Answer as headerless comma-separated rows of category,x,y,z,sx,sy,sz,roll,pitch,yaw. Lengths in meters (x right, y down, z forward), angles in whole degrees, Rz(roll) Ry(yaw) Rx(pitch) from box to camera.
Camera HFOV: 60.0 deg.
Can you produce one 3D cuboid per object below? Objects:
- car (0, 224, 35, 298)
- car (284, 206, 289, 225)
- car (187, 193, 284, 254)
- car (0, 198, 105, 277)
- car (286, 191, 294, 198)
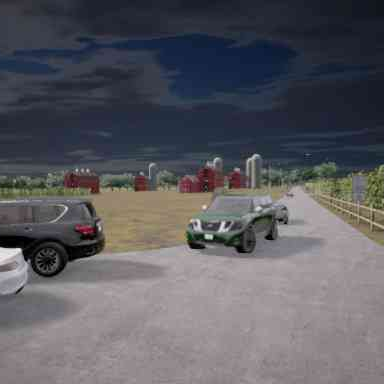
car,-5.642,1.616,6.159,4.674,1.442,1.812,-2,1,-22
car,5.406,1.356,22.217,1.994,1.385,4.181,0,0,19
car,1.888,1.103,13.509,2.150,2.045,5.566,0,1,29
car,-5.390,1.231,9.622,5.566,2.045,2.150,-1,1,-4
car,23.234,0.586,78.740,1.882,1.535,5.008,0,1,18
